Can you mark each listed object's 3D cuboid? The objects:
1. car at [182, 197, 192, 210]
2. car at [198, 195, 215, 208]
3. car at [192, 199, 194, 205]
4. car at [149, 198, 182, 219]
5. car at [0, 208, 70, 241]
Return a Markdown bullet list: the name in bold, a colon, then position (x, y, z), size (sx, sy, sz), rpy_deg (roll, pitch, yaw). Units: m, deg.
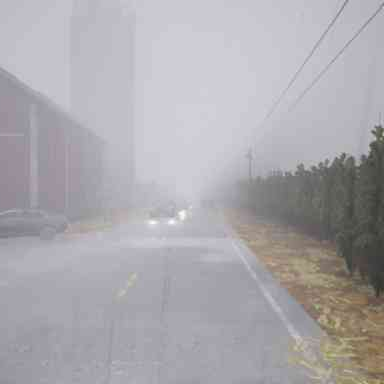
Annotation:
- **car**: position (-1.563, 1.475, 42.032), size (2.128, 1.511, 4.902), rpy_deg (0, 0, 4)
- **car**: position (2.239, 1.458, 47.338), size (1.882, 1.535, 5.008), rpy_deg (0, 0, 4)
- **car**: position (-0.804, 1.504, 55.452), size (1.812, 1.442, 4.674), rpy_deg (0, 1, 2)
- **car**: position (-2.404, 1.339, 29.329), size (2.097, 1.767, 4.553), rpy_deg (0, 0, 3)
- **car**: position (-8.197, 1.485, 15.161), size (4.902, 1.511, 2.128), rpy_deg (0, 1, -29)
